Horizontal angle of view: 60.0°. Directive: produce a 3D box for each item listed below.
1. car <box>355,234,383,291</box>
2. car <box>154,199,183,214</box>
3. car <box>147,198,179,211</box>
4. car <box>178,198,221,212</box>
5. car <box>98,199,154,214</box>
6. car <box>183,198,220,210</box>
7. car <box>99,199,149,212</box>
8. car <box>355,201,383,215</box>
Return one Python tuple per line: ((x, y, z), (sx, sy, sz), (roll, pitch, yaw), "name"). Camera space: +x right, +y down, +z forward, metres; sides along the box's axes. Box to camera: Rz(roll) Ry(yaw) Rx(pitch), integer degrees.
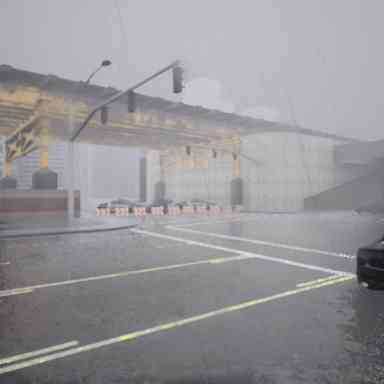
((5.918, 1.530, 8.083), (5.008, 1.535, 1.882), (0, 0, -37), "car")
((-3.057, 1.508, 36.318), (2.038, 1.542, 4.974), (0, 0, 18), "car")
((-3.041, 1.351, 36.368), (1.853, 1.218, 4.536), (0, 0, 18), "car")
((0.851, 1.524, 40.080), (4.974, 1.542, 2.038), (0, 0, -7), "car")
((-6.800, 1.495, 33.630), (4.974, 1.542, 2.038), (0, 0, 8), "car")
((0.800, 1.366, 40.074), (4.536, 1.218, 1.853), (0, 0, -7), "car")
((-6.851, 1.337, 33.638), (4.536, 1.218, 1.853), (0, 0, 8), "car")
((19.904, 1.655, 36.289), (5.357, 1.411, 2.033), (0, 0, -37), "car")
